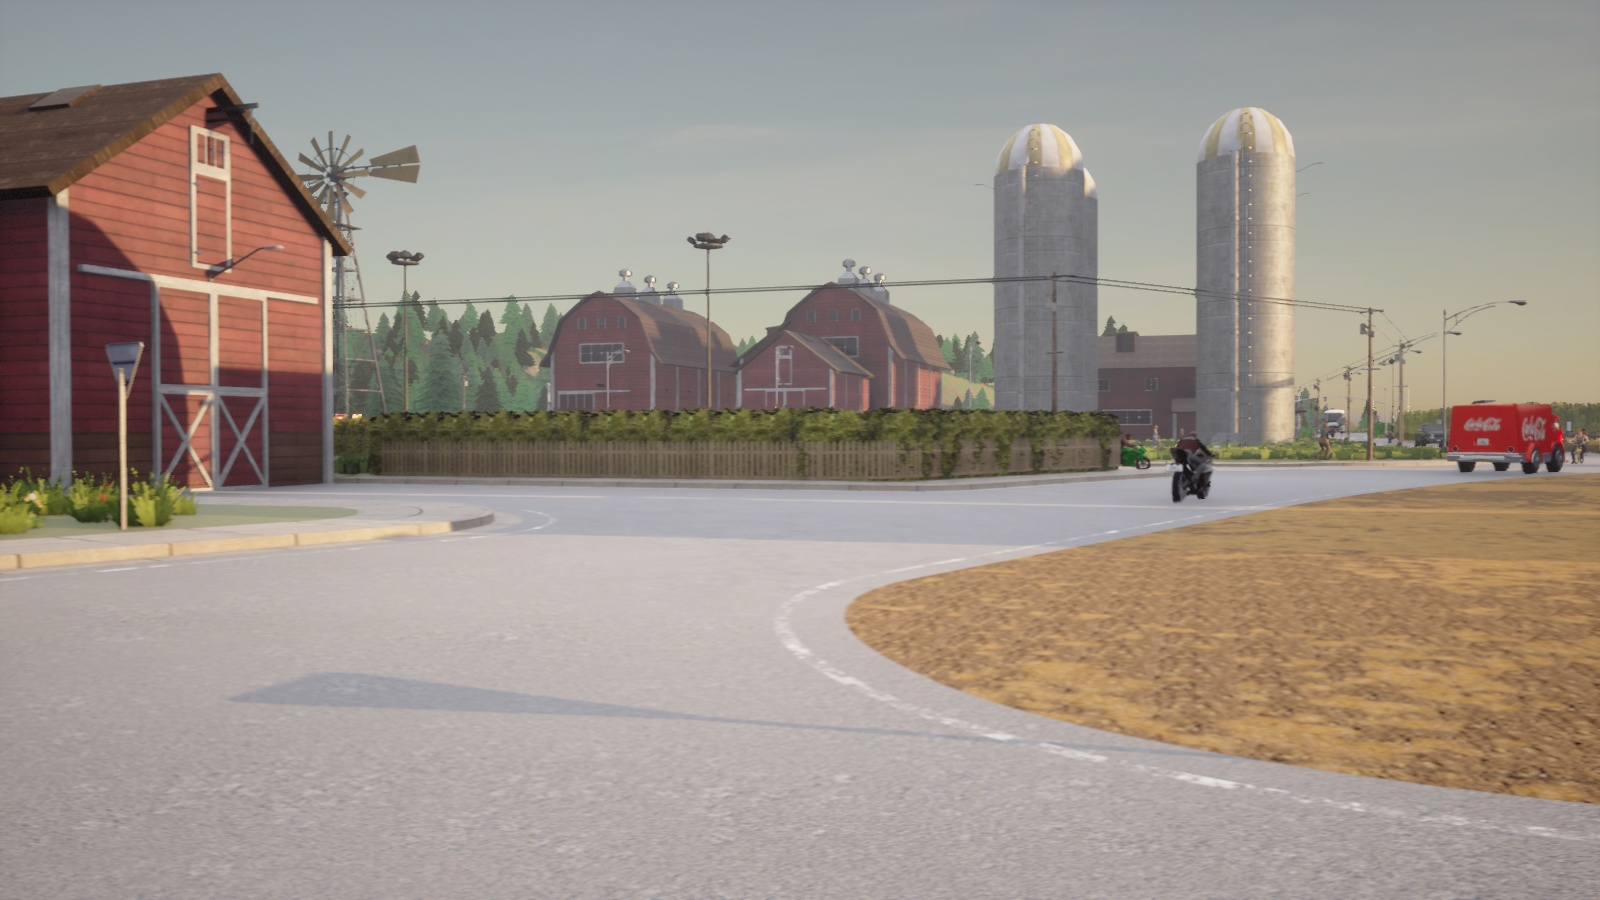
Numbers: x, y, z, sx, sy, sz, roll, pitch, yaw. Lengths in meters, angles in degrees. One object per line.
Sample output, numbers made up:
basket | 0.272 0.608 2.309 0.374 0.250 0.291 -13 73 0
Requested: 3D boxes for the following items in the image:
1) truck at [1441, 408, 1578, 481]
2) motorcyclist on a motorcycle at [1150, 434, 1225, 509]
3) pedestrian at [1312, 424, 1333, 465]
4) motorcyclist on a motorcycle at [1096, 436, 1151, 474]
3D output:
truck | 25.675 -0.225 45.391 5.204 2.467 2.627 0 1 -40
motorcyclist on a motorcycle | 8.338 0.435 26.941 0.866 1.530 2.191 1 1 36
pedestrian | 23.825 -0.258 57.264 0.694 1.848 0.540 0 1 4
motorcyclist on a motorcycle | 13.021 0.187 50.538 2.044 1.523 0.797 1 1 25
